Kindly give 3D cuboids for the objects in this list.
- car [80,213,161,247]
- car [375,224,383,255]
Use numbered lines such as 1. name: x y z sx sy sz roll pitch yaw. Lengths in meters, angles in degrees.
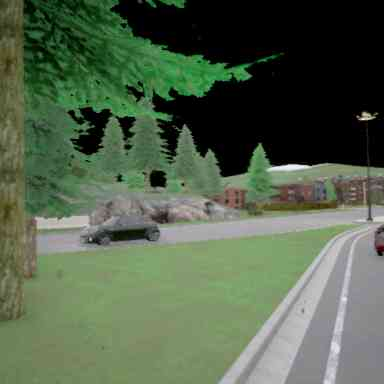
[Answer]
1. car: -4.220 2.141 19.783 4.553 1.767 2.097 1 -2 -35
2. car: 9.278 1.979 14.822 1.994 1.385 4.181 -2 -2 29
